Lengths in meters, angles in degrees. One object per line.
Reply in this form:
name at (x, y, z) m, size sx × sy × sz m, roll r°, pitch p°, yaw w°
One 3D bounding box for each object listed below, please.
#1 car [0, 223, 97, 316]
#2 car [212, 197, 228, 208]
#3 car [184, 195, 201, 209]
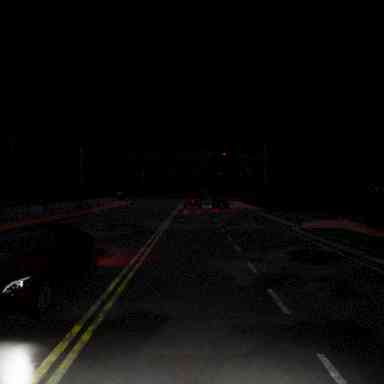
car at (-3.536, 1.488, 7.535) m, size 1.812 × 1.442 × 4.674 m, roll 0°, pitch 0°, yaw 1°
car at (3.602, 1.314, 42.656) m, size 1.812 × 1.442 × 4.674 m, roll 0°, pitch 0°, yaw 0°
car at (0.103, 1.144, 42.049) m, size 2.097 × 1.767 × 4.553 m, roll 0°, pitch 0°, yaw 0°
